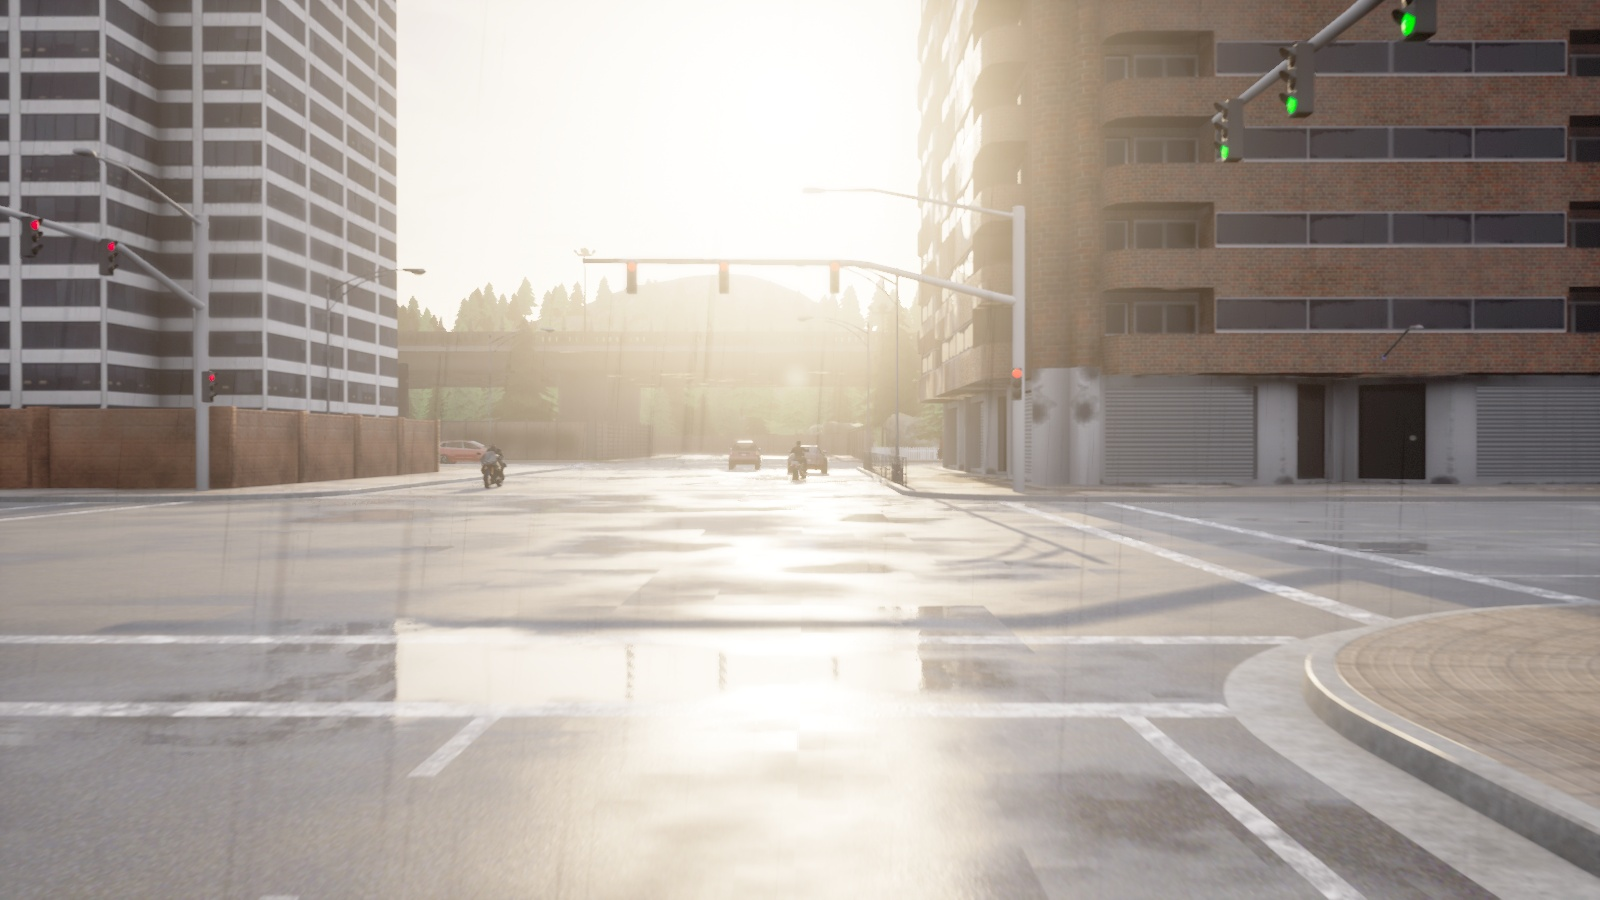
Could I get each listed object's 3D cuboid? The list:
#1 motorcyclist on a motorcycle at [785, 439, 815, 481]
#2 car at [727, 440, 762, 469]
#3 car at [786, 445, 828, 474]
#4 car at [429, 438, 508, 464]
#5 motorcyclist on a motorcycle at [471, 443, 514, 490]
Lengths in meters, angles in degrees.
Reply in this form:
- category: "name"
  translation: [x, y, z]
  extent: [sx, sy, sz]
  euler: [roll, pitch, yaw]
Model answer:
- category: "motorcyclist on a motorcycle"
  translation: [0.019, 0.410, 50.946]
  extent: [0.766, 1.649, 2.350]
  euler: [-1, 0, 10]
- category: "car"
  translation: [-3.133, 0.239, 71.485]
  extent: [1.851, 1.617, 3.988]
  euler: [0, 0, -1]
- category: "car"
  translation: [0.364, 0.460, 62.207]
  extent: [1.994, 1.385, 4.181]
  euler: [0, 0, 0]
- category: "car"
  translation: [-21.848, 0.050, 82.930]
  extent: [4.611, 1.667, 2.242]
  euler: [0, 0, 0]
- category: "motorcyclist on a motorcycle"
  translation: [-10.250, 0.537, 41.927]
  extent: [0.866, 1.530, 2.191]
  euler: [0, 0, 0]
